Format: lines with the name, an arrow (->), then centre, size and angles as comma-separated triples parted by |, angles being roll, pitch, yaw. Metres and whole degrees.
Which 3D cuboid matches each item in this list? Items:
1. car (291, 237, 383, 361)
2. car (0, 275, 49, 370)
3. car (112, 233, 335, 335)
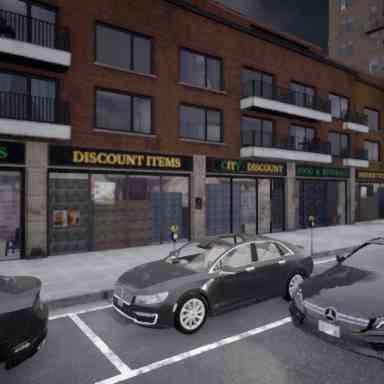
car -> 3.686, 1.525, 5.693 | 4.674, 1.442, 1.812 | 0, 0, -35
car -> -3.873, 1.551, 3.427 | 4.403, 1.369, 2.008 | 0, 0, -35
car -> 0.623, 1.550, 6.628 | 4.403, 1.369, 2.008 | 0, 0, -35
